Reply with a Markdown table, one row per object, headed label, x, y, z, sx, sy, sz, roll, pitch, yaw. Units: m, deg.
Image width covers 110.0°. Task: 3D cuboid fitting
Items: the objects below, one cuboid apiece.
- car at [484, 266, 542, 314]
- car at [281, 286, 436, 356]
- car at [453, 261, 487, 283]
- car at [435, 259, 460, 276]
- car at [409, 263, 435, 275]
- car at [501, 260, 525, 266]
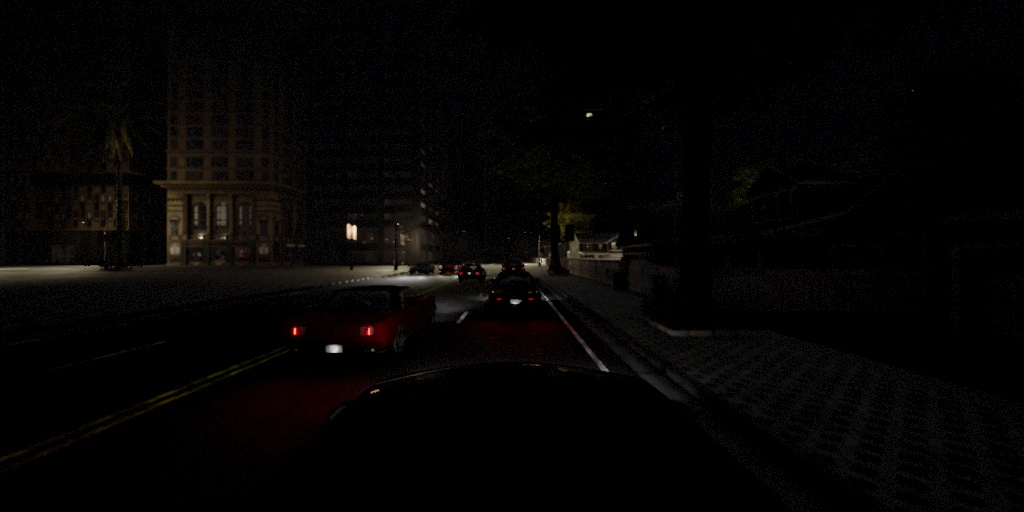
| label | x | y | z | sx | sy | sz | roll | pitch | yaw |
| --- | --- | --- | --- | --- | --- | --- | --- | --- | --- |
| car | 0.094 | 1.289 | 13.737 | 1.812 | 1.442 | 4.674 | 0 | 0 | 0 |
| car | -3.145 | 1.358 | 8.573 | 1.895 | 1.301 | 4.718 | 0 | 0 | 0 |
| car | -3.136 | 1.330 | 28.819 | 2.033 | 1.411 | 5.357 | 0 | 0 | 0 |
| car | -6.517 | 1.147 | 38.691 | 2.097 | 1.767 | 4.553 | 0 | 0 | 1 |
| car | -9.760 | 1.398 | 39.106 | 1.895 | 1.301 | 4.718 | 0 | 0 | 1 |
| car | 0.118 | 1.138 | 32.132 | 2.097 | 1.767 | 4.553 | 0 | 0 | 0 |
